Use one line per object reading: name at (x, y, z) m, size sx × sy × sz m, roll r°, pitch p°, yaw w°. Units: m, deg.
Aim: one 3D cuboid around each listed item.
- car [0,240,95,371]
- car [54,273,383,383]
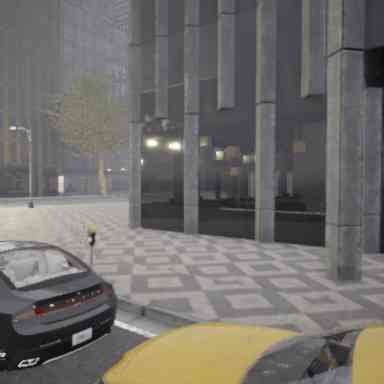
car at (-3.070, 1.443, 5.198) m, size 4.403 × 1.369 × 2.008 m, roll 1°, pitch 2°, yaw 36°
car at (1.374, 1.485, 2.007) m, size 4.829 × 1.417 × 1.752 m, roll 1°, pitch 2°, yaw 36°
